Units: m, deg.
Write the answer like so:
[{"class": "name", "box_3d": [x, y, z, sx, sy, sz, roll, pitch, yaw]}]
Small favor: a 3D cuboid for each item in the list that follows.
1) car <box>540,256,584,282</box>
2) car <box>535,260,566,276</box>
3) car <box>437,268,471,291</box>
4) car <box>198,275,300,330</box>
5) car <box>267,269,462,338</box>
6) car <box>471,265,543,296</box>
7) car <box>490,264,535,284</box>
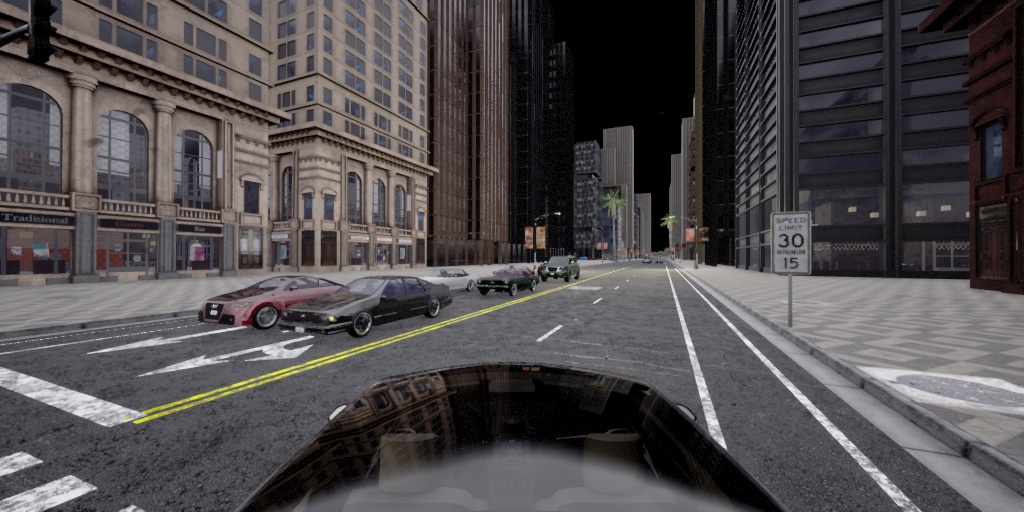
[{"class": "car", "box_3d": [4.065, 0.987, 29.354, 2.150, 2.045, 5.566, 0, 0, 23]}, {"class": "car", "box_3d": [4.199, 1.251, 37.932, 1.882, 1.535, 5.008, 0, 0, 23]}, {"class": "car", "box_3d": [-3.687, 1.357, 19.370, 1.895, 1.301, 4.718, 0, 0, 23]}, {"class": "car", "box_3d": [-7.092, 1.316, 11.297, 1.994, 1.385, 4.181, 0, 0, 23]}, {"class": "car", "box_3d": [-3.834, 1.299, 10.669, 2.033, 1.411, 5.357, 0, 0, 23]}, {"class": "car", "box_3d": [-0.102, 1.358, 19.502, 1.895, 1.301, 4.718, 0, 0, 23]}, {"class": "car", "box_3d": [0.191, 1.364, 28.545, 1.895, 1.301, 4.718, 0, 0, 23]}]
